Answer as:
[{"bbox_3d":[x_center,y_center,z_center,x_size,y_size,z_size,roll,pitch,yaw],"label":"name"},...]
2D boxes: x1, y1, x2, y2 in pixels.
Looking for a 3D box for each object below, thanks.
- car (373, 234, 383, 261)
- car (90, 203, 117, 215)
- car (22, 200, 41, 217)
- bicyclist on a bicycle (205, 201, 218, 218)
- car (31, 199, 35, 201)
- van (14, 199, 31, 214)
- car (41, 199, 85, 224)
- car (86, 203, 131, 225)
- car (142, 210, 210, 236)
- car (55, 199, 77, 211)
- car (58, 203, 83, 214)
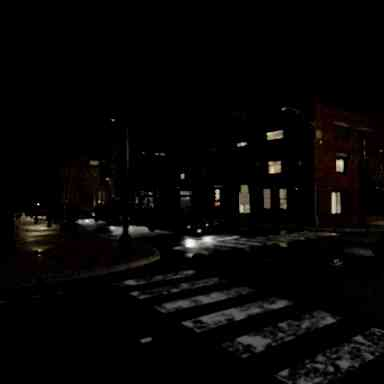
[{"bbox_3d":[6.828,1.576,9.404,1.812,1.442,4.674,1,0,11],"label":"car"},{"bbox_3d":[-12.052,2.250,45.283,2.008,1.369,4.403,-2,0,-37],"label":"car"},{"bbox_3d":[-18.796,2.184,40.266,1.967,1.590,4.097,-1,0,-37],"label":"car"},{"bbox_3d":[1.851,1.685,31.583,1.656,1.620,0.582,-1,0,-37],"label":"bicyclist on a bicycle"},{"bbox_3d":[-39.009,2.712,81.328,2.192,1.841,5.009,-2,0,-37],"label":"car"},{"bbox_3d":[-25.850,2.267,49.722,1.690,1.788,3.998,-1,0,-37],"label":"van"},{"bbox_3d":[-12.246,1.887,31.346,2.192,1.841,5.009,-1,0,-37],"label":"car"},{"bbox_3d":[-7.045,1.970,28.910,2.128,1.511,4.902,0,-1,-37],"label":"car"},{"bbox_3d":[-1.184,1.874,21.080,2.033,1.411,5.357,0,-1,-37],"label":"car"},{"bbox_3d":[-22.446,2.283,59.164,2.192,1.841,5.009,-2,0,-37],"label":"car"},{"bbox_3d":[-17.866,2.356,48.663,2.033,1.411,5.357,0,-1,-36],"label":"car"}]
